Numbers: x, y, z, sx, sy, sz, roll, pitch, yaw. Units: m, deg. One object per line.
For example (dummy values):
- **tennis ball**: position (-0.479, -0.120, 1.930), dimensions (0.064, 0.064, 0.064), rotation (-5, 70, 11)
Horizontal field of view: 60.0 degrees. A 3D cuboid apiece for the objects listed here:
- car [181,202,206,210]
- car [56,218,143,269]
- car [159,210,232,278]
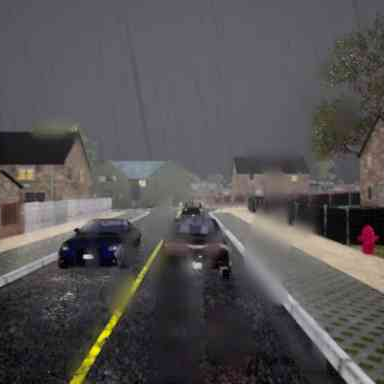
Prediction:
- **car**: position (0.094, 1.563, 27.294), dimensions (2.128, 1.511, 4.902), rotation (0, 0, 0)
- **car**: position (-2.850, 1.589, 11.098), dimensions (1.994, 1.385, 4.181), rotation (0, 0, 0)
- **car**: position (0.092, 1.515, 10.210), dimensions (2.128, 1.511, 4.902), rotation (0, 0, 0)
